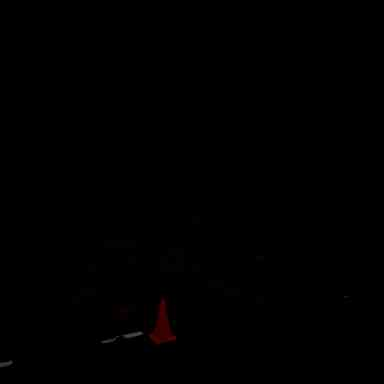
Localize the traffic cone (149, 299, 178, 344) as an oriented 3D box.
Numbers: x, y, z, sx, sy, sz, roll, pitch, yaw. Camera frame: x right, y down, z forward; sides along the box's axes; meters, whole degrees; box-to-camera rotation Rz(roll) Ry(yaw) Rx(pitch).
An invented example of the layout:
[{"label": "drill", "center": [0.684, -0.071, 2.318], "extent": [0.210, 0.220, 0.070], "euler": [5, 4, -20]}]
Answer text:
[{"label": "traffic cone", "center": [-0.441, 1.933, 5.083], "extent": [0.340, 0.580, 0.340], "euler": [0, 0, -28]}]
